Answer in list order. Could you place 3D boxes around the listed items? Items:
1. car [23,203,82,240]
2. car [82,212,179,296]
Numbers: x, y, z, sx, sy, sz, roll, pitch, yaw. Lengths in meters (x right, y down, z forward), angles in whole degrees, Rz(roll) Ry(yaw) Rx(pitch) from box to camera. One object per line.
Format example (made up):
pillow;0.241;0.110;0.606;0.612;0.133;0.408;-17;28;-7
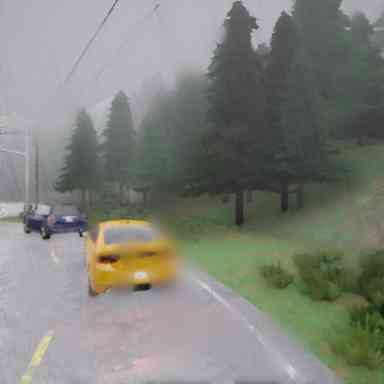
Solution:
car;-7.201;1.338;17.399;2.097;1.767;4.553;0;0;-41
car;-1.813;1.467;8.825;1.882;1.535;5.008;0;0;-19
